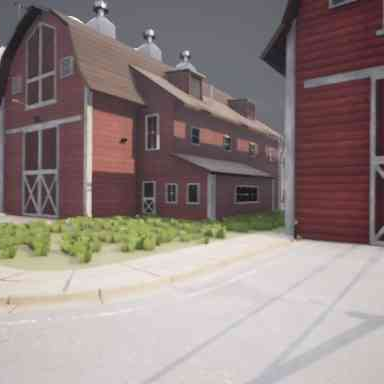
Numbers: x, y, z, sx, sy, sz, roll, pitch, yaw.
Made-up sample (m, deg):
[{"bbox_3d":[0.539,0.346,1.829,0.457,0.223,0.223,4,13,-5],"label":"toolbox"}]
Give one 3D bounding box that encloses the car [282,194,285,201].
[{"bbox_3d":[18.954,1.382,68.193,1.905,1.878,3.866,0,0,36],"label":"car"}]
